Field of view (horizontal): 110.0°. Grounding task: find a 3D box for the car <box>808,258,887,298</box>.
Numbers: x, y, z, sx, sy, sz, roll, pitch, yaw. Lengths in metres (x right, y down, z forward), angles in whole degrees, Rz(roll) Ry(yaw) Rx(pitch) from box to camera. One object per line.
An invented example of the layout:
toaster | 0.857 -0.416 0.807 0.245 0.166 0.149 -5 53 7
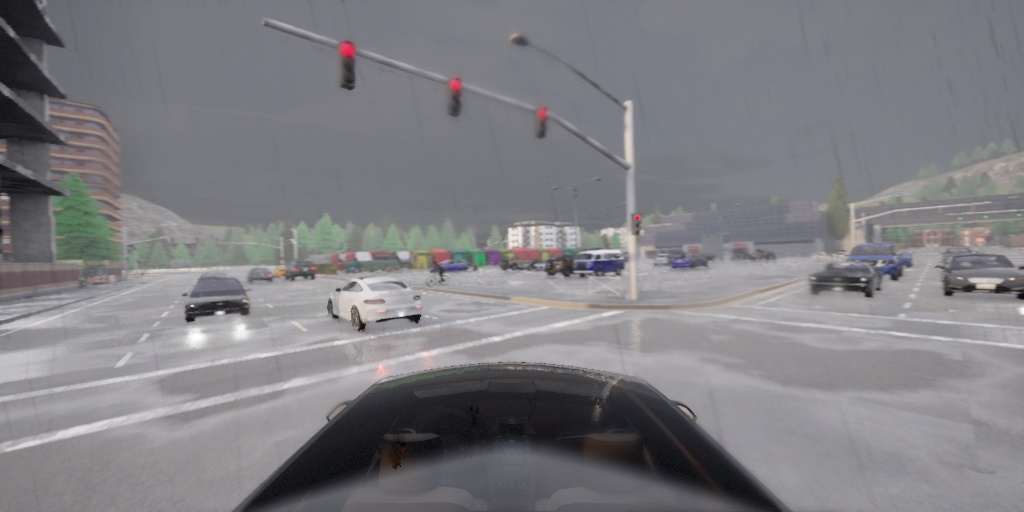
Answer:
car | 14.243 0.916 15.259 4.718 1.301 1.895 -2 0 -40

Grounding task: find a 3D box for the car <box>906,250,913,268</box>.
car | 33.089 0.181 30.986 5.008 1.535 1.882 -3 1 -39

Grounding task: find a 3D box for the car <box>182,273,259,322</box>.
car | -11.680 1.603 14.259 2.033 1.411 5.357 -2 0 -40

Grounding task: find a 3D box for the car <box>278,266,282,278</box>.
car | -29.696 2.016 46.679 1.882 1.535 5.008 -2 0 -40

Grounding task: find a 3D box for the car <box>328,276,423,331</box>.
car | -4.440 1.365 11.445 1.812 1.442 4.674 -2 0 -39

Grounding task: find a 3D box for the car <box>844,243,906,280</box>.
car | 21.723 0.291 21.524 5.566 2.045 2.150 -2 0 -40

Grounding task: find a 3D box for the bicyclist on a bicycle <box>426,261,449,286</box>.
bicyclist on a bicycle | -4.790 1.129 23.116 1.656 1.620 0.582 -2 0 -40

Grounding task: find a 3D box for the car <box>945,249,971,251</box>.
car | 25.384 0.510 20.010 5.357 1.411 2.033 -2 0 -40

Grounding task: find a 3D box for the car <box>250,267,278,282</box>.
car | -25.586 1.982 36.434 2.033 1.411 5.357 -2 0 -40

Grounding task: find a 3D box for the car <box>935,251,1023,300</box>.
car | 17.806 0.701 13.689 4.902 1.511 2.128 -2 0 -41

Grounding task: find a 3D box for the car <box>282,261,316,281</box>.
car | -22.710 1.564 38.436 2.150 2.045 5.566 -2 0 -40
